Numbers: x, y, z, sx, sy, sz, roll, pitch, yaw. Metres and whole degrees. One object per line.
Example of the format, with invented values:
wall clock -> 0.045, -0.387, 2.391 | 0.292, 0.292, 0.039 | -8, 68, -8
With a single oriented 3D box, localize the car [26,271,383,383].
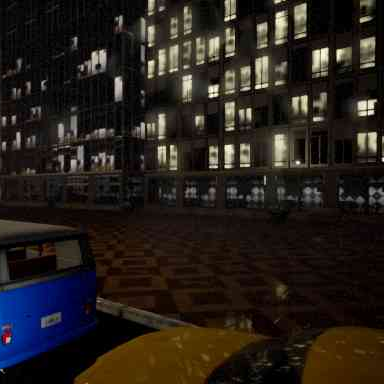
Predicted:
car -> 1.123, 1.525, 2.066 | 4.829, 1.417, 1.752 | 0, 0, 35

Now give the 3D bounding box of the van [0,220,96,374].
van -> -3.238, 1.341, 5.175 | 3.998, 1.788, 1.690 | 0, 0, 35
